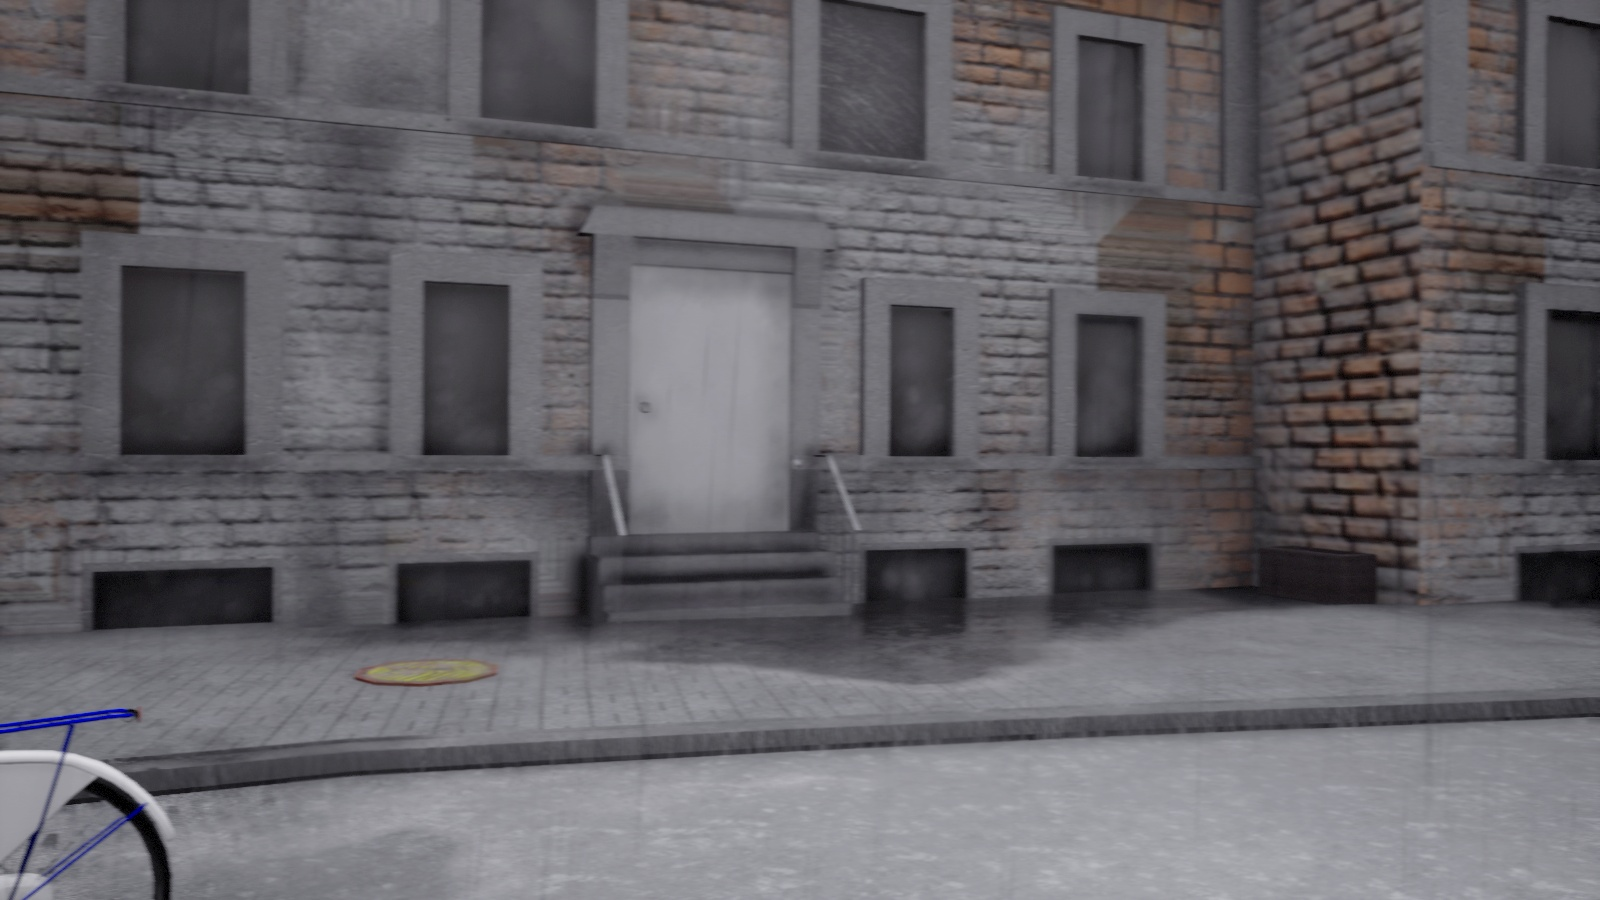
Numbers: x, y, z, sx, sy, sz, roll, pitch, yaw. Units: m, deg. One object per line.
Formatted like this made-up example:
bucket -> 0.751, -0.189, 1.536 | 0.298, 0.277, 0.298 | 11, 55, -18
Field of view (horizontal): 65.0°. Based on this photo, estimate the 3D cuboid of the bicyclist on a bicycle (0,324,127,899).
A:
bicyclist on a bicycle -> -2.509, 0.602, 2.719 | 1.843, 1.776, 0.659 | 0, 1, -29
